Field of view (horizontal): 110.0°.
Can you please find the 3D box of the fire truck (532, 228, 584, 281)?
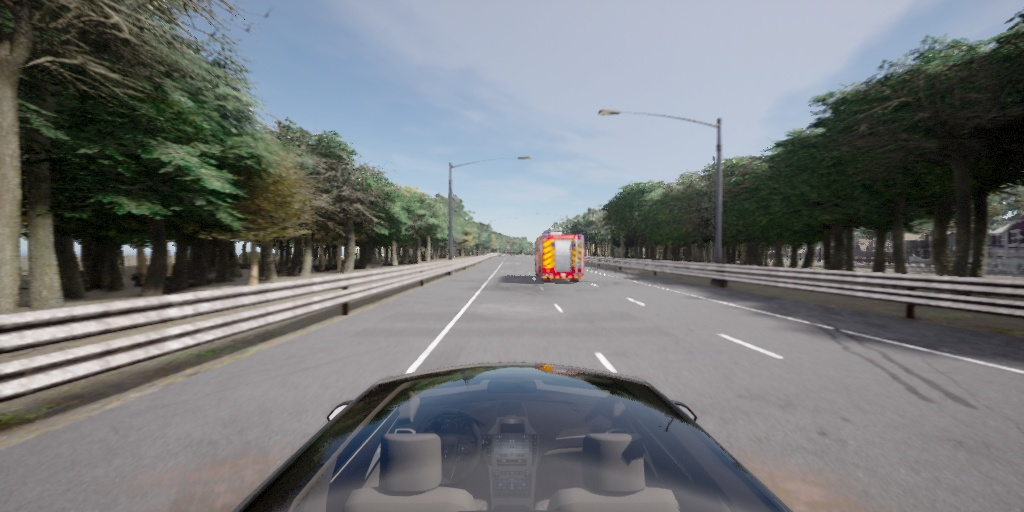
[{"bbox_3d":[3.497,-0.069,28.467,2.891,3.827,8.468,0,1,0],"label":"fire truck"}]
